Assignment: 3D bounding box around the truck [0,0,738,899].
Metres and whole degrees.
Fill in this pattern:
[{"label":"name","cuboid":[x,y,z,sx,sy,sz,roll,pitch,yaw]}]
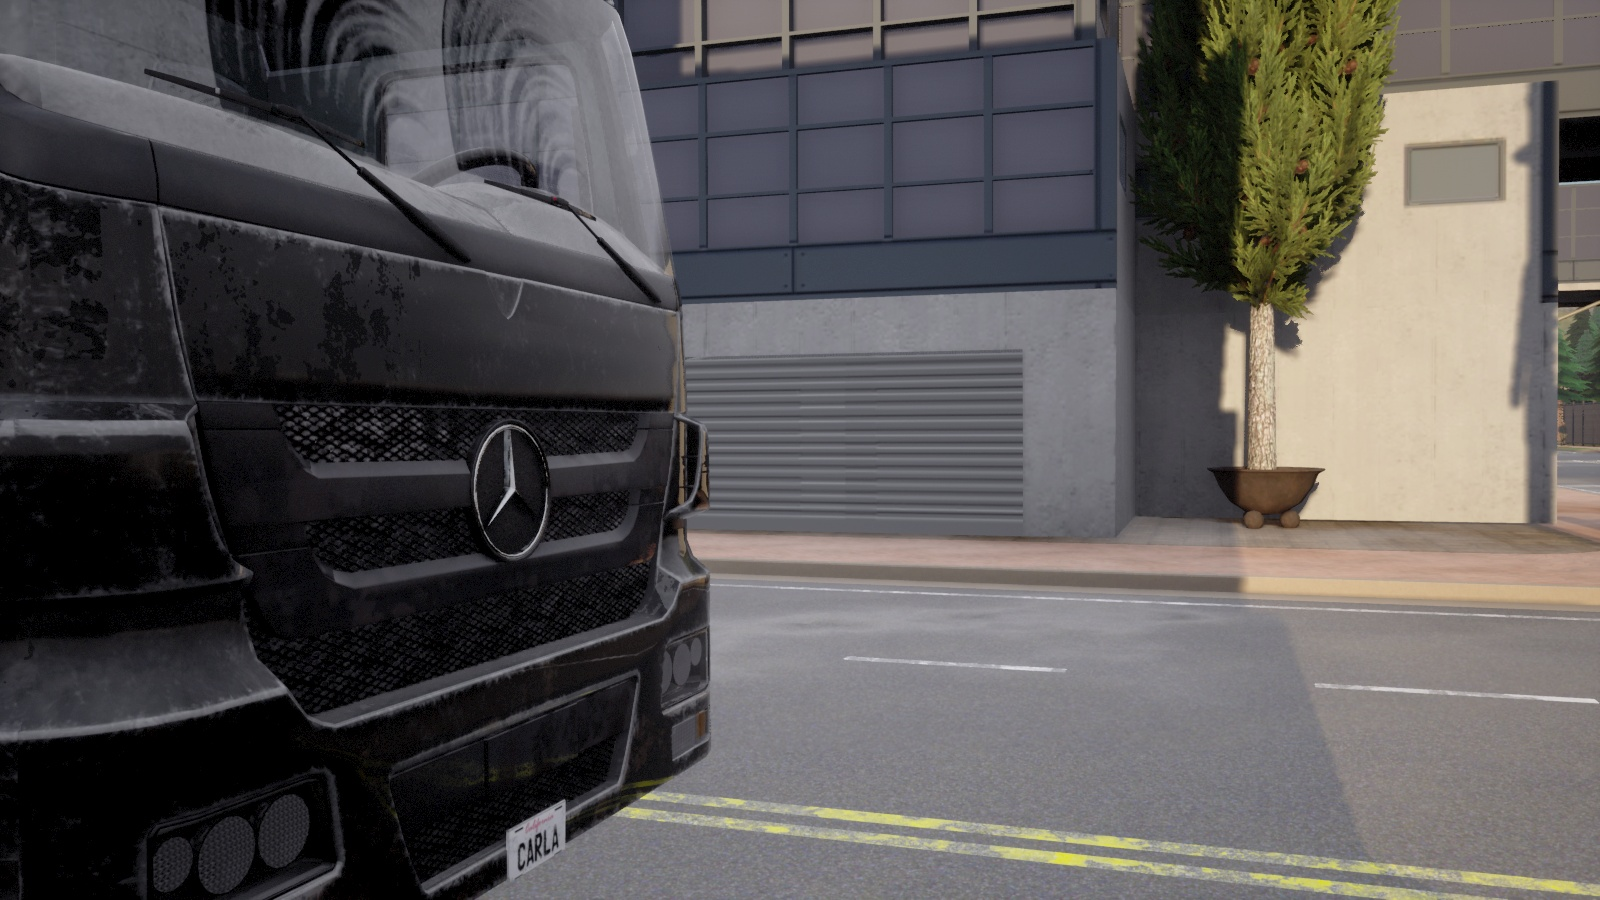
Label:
[{"label":"truck","cuboid":[-4.464,-0.248,4.736,7.936,3.462,2.891,1,1,20]}]
